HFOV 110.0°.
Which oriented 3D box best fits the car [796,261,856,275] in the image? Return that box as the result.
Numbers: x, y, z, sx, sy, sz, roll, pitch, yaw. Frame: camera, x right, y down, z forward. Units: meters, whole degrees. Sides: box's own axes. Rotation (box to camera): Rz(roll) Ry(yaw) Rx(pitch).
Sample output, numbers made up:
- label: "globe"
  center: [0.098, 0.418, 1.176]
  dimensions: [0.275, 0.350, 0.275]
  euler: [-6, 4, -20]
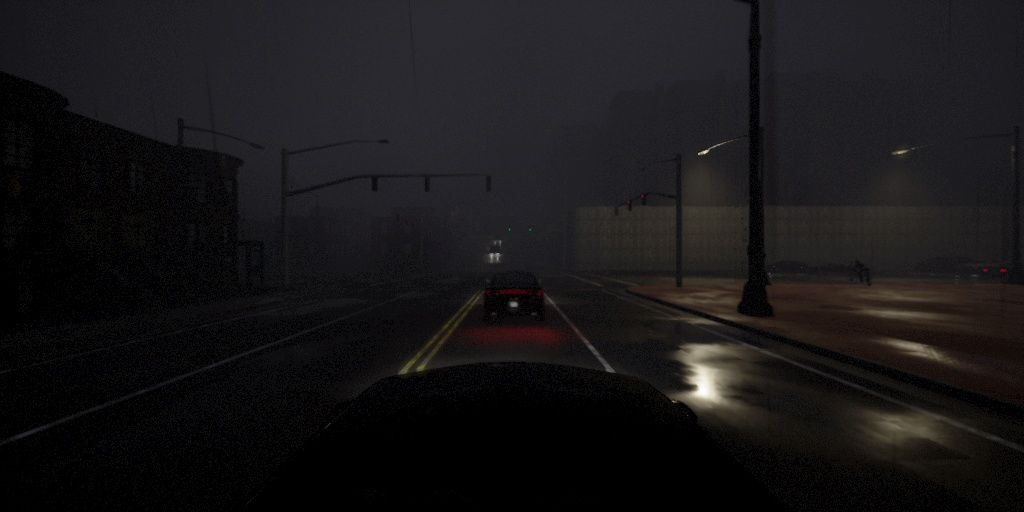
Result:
- label: "car"
  center: [34.153, 1.362, 38.899]
  dimensions: [4.718, 1.301, 1.895]
  euler: [0, 0, 0]

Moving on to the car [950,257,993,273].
- label: "car"
  center: [51.031, 1.091, 38.745]
  dimensions: [4.674, 1.442, 1.812]
  euler: [0, 0, 0]

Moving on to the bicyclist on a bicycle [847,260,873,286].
- label: "bicyclist on a bicycle"
  center: [21.772, 1.057, 22.468]
  dimensions: [0.582, 1.620, 1.656]
  euler: [0, 0, 0]

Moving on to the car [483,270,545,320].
- label: "car"
  center: [0.072, 1.232, 12.650]
  dimensions: [1.882, 1.535, 5.008]
  euler: [0, 0, 0]

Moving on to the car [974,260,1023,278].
- label: "car"
  center: [45.174, 1.305, 31.724]
  dimensions: [5.357, 1.411, 2.033]
  euler: [0, 0, 1]

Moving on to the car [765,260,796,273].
- label: "car"
  center: [32.351, 1.266, 42.399]
  dimensions: [4.892, 1.490, 1.837]
  euler: [0, 0, 0]
